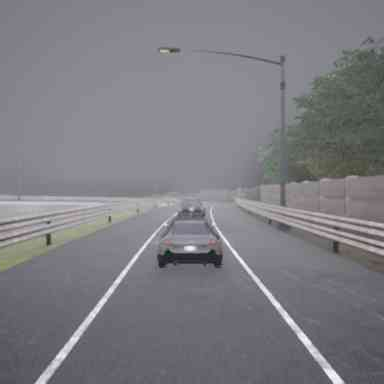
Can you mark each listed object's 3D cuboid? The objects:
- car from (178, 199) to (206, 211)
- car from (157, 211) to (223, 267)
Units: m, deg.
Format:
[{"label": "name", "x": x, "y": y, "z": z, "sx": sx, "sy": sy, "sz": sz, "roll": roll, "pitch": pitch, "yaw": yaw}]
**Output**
[{"label": "car", "x": 0.034, "y": 1.307, "z": 26.554, "sx": 2.097, "sy": 1.767, "sz": 4.553, "roll": 0, "pitch": 0, "yaw": 2}, {"label": "car", "x": -0.071, "y": 1.548, "z": 11.354, "sx": 1.994, "sy": 1.385, "sz": 4.181, "roll": 0, "pitch": 0, "yaw": -1}]
